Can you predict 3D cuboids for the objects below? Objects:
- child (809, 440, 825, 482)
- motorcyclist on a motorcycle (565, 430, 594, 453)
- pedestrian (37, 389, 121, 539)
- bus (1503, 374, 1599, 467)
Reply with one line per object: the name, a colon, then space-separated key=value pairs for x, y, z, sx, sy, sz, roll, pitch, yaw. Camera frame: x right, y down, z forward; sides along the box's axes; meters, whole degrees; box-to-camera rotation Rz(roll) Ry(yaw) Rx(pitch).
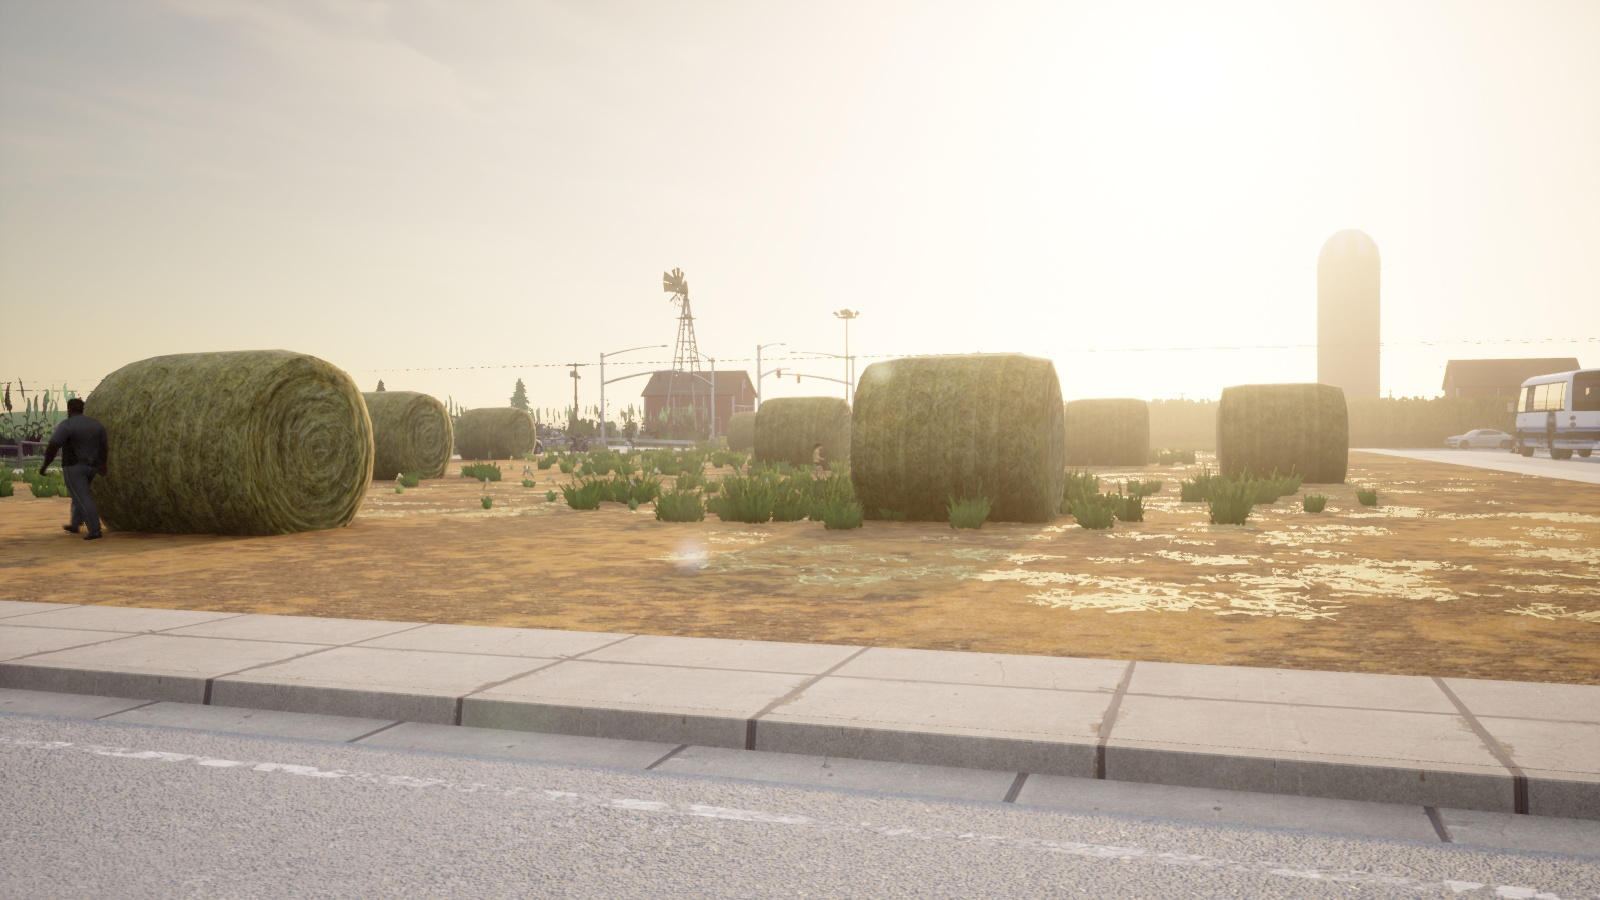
child: x=0.455 y=0.297 z=33.522 sx=0.394 sy=1.110 sz=0.255 roll=0 pitch=1 yaw=5
motorcyclist on a motorcycle: x=-14.661 y=-0.565 z=83.480 sx=0.866 sy=1.530 sz=2.191 roll=1 pitch=1 yaw=21
pedestrian: x=-9.293 y=0.168 z=16.196 sx=0.849 sy=1.883 sz=0.563 roll=1 pitch=1 yaw=28
bus: x=38.324 y=-1.430 z=62.281 sx=3.944 sy=4.253 sz=10.273 roll=1 pitch=1 yaw=18
